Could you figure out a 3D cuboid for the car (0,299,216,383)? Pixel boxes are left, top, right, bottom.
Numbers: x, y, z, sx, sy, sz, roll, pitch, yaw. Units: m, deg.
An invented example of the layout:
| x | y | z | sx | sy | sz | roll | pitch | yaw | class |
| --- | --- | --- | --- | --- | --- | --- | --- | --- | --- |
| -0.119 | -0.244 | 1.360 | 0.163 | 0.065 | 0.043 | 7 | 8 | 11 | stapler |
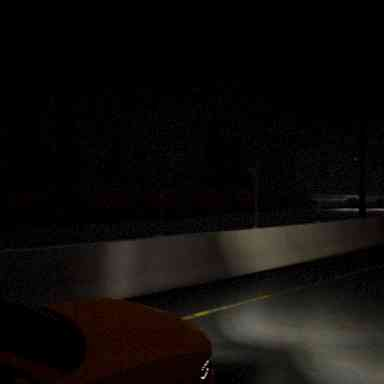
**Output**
| x | y | z | sx | sy | sz | roll | pitch | yaw | class |
| --- | --- | --- | --- | --- | --- | --- | --- | --- | --- |
| -2.076 | 1.478 | 2.272 | 5.008 | 1.535 | 1.882 | 0 | 0 | -35 | car |
